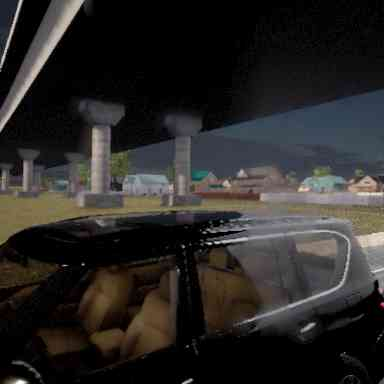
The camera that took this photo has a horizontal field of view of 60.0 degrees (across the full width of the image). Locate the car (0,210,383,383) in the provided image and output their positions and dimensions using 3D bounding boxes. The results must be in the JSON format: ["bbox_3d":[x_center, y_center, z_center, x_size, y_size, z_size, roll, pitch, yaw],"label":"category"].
[{"bbox_3d":[-0.627,1.222,2.623,5.566,2.045,2.150,0,0,-35],"label":"car"}]
